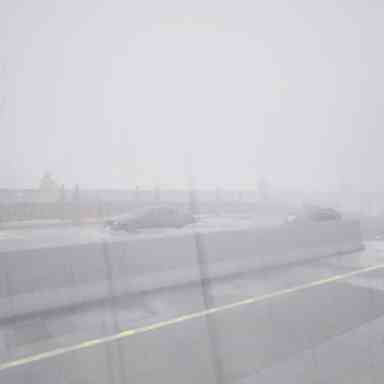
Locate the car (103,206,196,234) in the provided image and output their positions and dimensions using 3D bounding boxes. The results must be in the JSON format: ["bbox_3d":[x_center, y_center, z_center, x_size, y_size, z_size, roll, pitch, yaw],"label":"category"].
[{"bbox_3d":[-2.354,1.549,19.511,5.357,1.411,2.033,0,0,-35],"label":"car"}]

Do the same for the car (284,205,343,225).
[{"bbox_3d":[8.367,1.627,22.856,4.902,1.511,2.128,2,-1,-35],"label":"car"}]
